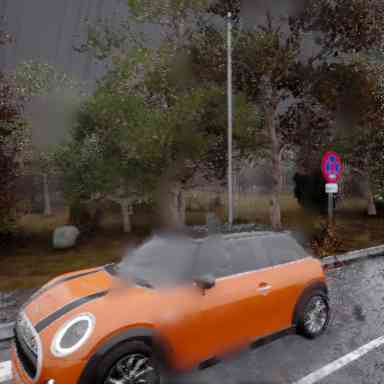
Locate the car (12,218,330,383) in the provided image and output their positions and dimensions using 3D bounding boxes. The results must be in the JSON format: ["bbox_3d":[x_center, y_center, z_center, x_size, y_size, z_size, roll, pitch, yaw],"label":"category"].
[{"bbox_3d":[-0.050,1.337,4.891,4.553,1.767,2.097,0,0,-35],"label":"car"}]
